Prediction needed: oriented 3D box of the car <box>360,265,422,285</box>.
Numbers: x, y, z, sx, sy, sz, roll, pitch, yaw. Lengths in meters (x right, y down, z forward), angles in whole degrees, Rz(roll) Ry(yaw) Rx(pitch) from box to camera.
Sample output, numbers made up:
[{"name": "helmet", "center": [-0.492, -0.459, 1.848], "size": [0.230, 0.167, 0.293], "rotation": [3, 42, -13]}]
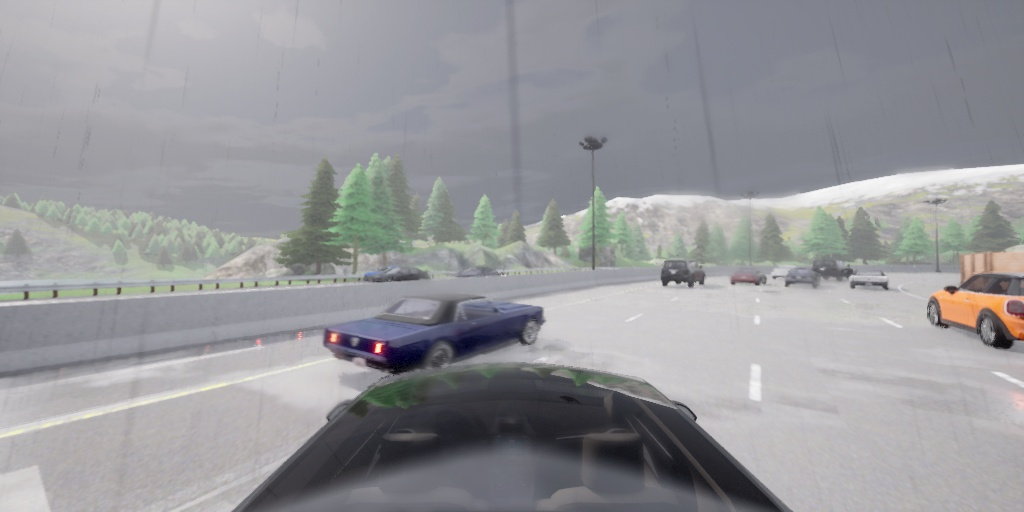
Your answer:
[{"name": "car", "center": [-10.438, 1.616, 31.300], "size": [1.882, 1.535, 5.008], "rotation": [-1, -1, 35]}]

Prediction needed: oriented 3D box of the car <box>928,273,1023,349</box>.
[{"name": "car", "center": [12.520, 1.189, 8.869], "size": [2.097, 1.767, 4.553], "rotation": [-1, -1, 34]}]

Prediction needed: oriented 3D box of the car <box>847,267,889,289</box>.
[{"name": "car", "center": [25.665, 1.652, 25.814], "size": [1.895, 1.301, 4.718], "rotation": [-1, -1, 44]}]

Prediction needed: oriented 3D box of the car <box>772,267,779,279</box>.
[{"name": "car", "center": [28.998, 1.729, 37.699], "size": [4.674, 1.442, 1.812], "rotation": [0, -1, -36]}]

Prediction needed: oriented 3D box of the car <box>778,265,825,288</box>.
[{"name": "car", "center": [22.025, 1.617, 27.166], "size": [2.033, 1.411, 5.357], "rotation": [-1, -1, 43]}]

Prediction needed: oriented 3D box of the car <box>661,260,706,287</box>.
[{"name": "car", "center": [13.492, 1.311, 28.179], "size": [2.150, 2.045, 5.566], "rotation": [-1, -1, 40]}]

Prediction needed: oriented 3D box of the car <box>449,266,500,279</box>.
[{"name": "car", "center": [-2.505, 1.609, 24.333], "size": [1.994, 1.385, 4.181], "rotation": [-1, -1, 35]}]

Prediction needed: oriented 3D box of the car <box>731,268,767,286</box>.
[{"name": "car", "center": [19.527, 1.666, 29.553], "size": [1.994, 1.385, 4.181], "rotation": [-1, -1, 43]}]

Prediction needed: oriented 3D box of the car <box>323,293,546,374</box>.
[{"name": "car", "center": [-1.155, 1.426, 7.504], "size": [1.895, 1.301, 4.718], "rotation": [-1, -1, 34]}]

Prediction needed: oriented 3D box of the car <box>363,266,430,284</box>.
[{"name": "car", "center": [-8.653, 1.570, 27.761], "size": [1.882, 1.535, 5.008], "rotation": [-1, -1, 35]}]

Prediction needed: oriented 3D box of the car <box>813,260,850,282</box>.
[{"name": "car", "center": [31.365, 1.391, 35.181], "size": [5.566, 2.045, 2.150], "rotation": [0, -1, -35]}]
